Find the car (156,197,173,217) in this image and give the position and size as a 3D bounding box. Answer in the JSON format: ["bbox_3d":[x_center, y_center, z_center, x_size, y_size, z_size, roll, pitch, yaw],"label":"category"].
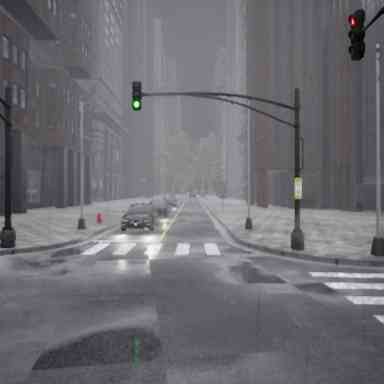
[{"bbox_3d":[-3.072,1.423,30.392,1.882,1.535,5.008,0,0,0],"label":"car"}]

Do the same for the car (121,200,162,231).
[{"bbox_3d":[-3.091,1.472,20.306,1.837,1.490,4.892,0,0,-1],"label":"car"}]

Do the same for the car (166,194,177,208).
[{"bbox_3d":[-3.026,1.453,46.942,2.033,1.411,5.357,0,0,0],"label":"car"}]
